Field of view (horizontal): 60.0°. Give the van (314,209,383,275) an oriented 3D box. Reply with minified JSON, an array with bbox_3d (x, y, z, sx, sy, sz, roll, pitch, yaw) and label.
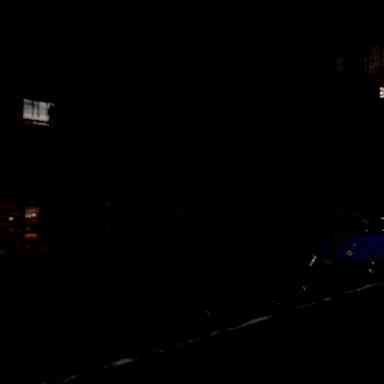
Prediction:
[{"bbox_3d":[5.530,1.446,10.512,3.998,1.788,1.690,1,0,-36],"label":"van"}]

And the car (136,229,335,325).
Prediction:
[{"bbox_3d":[0.931,1.614,7.229,4.313,1.339,1.947,1,0,-36],"label":"car"}]
